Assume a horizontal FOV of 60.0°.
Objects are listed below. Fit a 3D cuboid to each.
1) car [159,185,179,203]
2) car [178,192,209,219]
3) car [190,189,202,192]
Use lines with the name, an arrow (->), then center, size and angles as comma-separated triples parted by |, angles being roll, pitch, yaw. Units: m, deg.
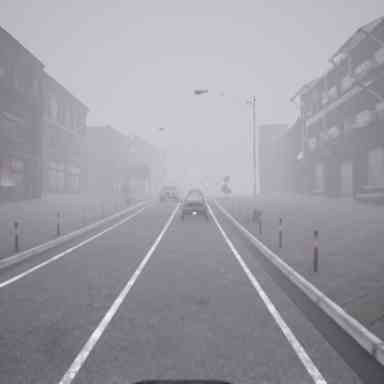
car -> -2.768, 0.186, 41.252 | 2.150, 2.045, 5.566 | 0, 1, 2
car -> 0.170, 1.033, 24.166 | 1.837, 1.490, 4.892 | 0, 2, 0
car -> 0.476, 0.362, 42.425 | 2.033, 1.649, 4.856 | 0, 1, 2
